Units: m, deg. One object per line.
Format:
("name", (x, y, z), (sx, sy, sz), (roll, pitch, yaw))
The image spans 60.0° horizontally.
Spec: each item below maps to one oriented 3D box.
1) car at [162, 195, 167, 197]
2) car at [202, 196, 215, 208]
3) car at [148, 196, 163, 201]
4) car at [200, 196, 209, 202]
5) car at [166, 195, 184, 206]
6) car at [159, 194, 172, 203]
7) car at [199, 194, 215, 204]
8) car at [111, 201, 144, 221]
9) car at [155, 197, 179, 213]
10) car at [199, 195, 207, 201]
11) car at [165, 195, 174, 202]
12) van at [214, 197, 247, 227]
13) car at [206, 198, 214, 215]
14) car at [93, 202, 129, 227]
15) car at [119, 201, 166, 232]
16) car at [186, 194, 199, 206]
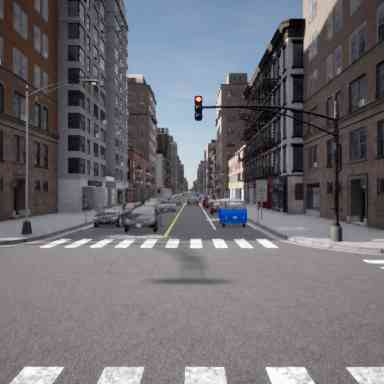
("car", (-5.329, 1.557, 50.892), (1.947, 1.339, 4.313), (0, 0, 0))
("car", (2.689, 1.577, 45.207), (1.802, 1.307, 4.206), (0, 0, 0))
("car", (-5.336, 1.520, 45.040), (1.752, 1.417, 4.829), (0, 0, 0))
("car", (2.721, 1.525, 73.614), (2.008, 1.369, 4.403), (0, 0, 0))
("car", (-2.735, 1.554, 52.626), (1.994, 1.385, 4.181), (0, 0, 1))
("car", (-5.310, 1.294, 67.937), (2.192, 1.841, 5.009), (0, 0, 0))
("car", (2.696, 1.306, 50.889), (2.192, 1.841, 5.009), (0, 0, 0))
("car", (-5.356, 1.544, 28.164), (1.887, 1.381, 4.507), (0, 0, 0))
("car", (-2.802, 1.599, 37.606), (1.895, 1.301, 4.718), (0, 0, 0))
("car", (2.734, 1.532, 84.976), (1.947, 1.339, 4.313), (0, 0, 0))
("car", (-5.297, 1.411, 79.301), (1.967, 1.590, 4.097), (0, 0, 0))
("van", (2.663, 1.340, 22.482), (1.690, 1.788, 3.998), (0, 0, 0))
("car", (2.676, 1.581, 33.844), (1.802, 1.307, 4.206), (0, 0, 0))
("car", (-5.362, 1.550, 22.483), (2.008, 1.369, 4.403), (0, 0, 0))
("car", (-2.827, 1.525, 20.060), (1.812, 1.442, 4.674), (0, 0, 0))
("car", (0.168, 1.479, 55.380), (2.128, 1.511, 4.902), (0, 0, 0))
